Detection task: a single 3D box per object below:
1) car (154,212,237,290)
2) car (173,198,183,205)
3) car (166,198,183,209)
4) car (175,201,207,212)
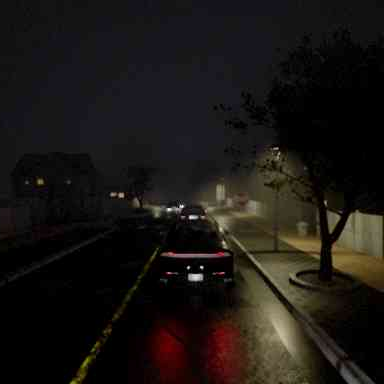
[{"bbox_3d":[0.083,1.522,9.151,2.128,1.511,4.902,0,0,0],"label":"car"},{"bbox_3d":[-2.754,1.931,66.555,1.895,1.301,4.718,0,0,0],"label":"car"},{"bbox_3d":[-2.825,1.789,50.627,1.994,1.385,4.181,0,0,0],"label":"car"},{"bbox_3d":[0.080,1.632,23.335,2.033,1.411,5.357,0,0,0],"label":"car"}]
